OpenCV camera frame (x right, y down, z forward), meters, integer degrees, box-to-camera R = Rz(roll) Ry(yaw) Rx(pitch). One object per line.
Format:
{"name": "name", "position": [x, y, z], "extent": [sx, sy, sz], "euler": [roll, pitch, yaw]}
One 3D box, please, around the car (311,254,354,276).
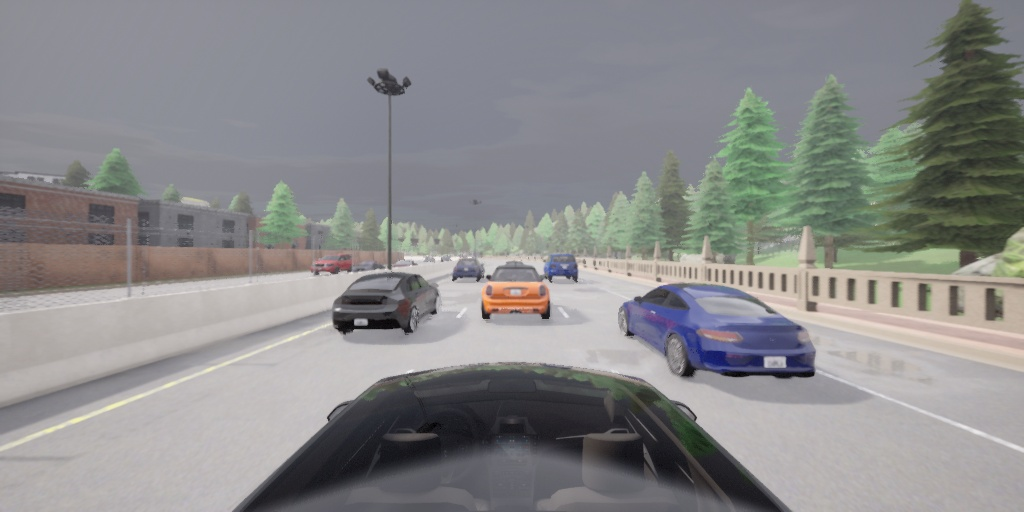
{"name": "car", "position": [-17.494, 0.807, 35.468], "extent": [2.150, 2.045, 5.566], "euler": [0, 0, 0]}

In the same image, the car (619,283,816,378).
{"name": "car", "position": [3.588, 1.256, 7.166], "extent": [1.812, 1.442, 4.674], "euler": [0, 1, 0]}

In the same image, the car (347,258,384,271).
{"name": "car", "position": [-13.995, 1.156, 35.115], "extent": [1.994, 1.385, 4.181], "euler": [0, 0, 0]}

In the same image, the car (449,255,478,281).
{"name": "car", "position": [-3.332, 0.985, 28.260], "extent": [2.097, 1.767, 4.553], "euler": [0, 0, 0]}

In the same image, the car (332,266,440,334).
{"name": "car", "position": [-3.390, 1.216, 10.497], "extent": [1.837, 1.490, 4.892], "euler": [0, 1, 0]}

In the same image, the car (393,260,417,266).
{"name": "car", "position": [-10.497, 1.122, 34.984], "extent": [1.812, 1.442, 4.674], "euler": [0, 0, 0]}

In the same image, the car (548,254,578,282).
{"name": "car", "position": [3.668, 0.865, 27.576], "extent": [2.150, 2.045, 5.566], "euler": [0, 0, 0]}

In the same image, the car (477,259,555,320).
{"name": "car", "position": [0.120, 1.057, 12.550], "extent": [2.097, 1.767, 4.553], "euler": [0, 0, 0]}
